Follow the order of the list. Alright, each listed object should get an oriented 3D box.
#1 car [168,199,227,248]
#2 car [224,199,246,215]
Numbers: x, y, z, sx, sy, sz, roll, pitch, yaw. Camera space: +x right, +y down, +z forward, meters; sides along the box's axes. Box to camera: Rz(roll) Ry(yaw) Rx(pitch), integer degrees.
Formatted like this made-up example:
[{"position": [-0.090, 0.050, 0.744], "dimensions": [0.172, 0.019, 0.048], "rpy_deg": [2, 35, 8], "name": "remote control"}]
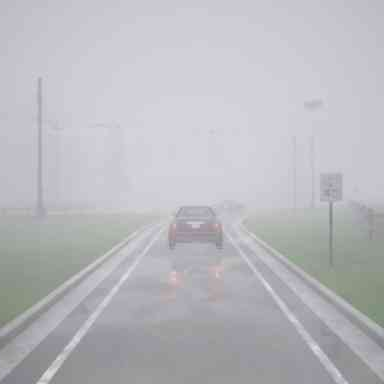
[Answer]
[{"position": [0.153, 1.274, 14.453], "dimensions": [2.097, 1.767, 4.553], "rpy_deg": [0, 0, 0], "name": "car"}, {"position": [3.595, 1.379, 31.917], "dimensions": [2.033, 1.411, 5.357], "rpy_deg": [0, 0, 27], "name": "car"}]
